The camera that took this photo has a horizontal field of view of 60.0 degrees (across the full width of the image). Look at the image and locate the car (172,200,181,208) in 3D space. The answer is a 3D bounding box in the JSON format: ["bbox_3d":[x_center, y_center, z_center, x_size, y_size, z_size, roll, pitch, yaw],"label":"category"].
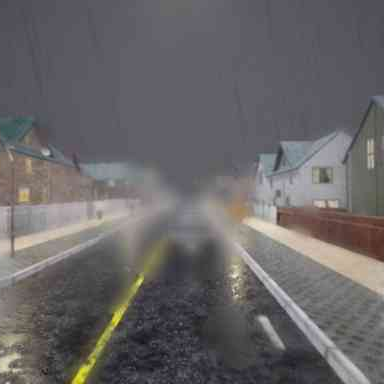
[{"bbox_3d":[-2.804,2.373,64.602,1.837,1.490,4.892,0,-1,1],"label":"car"}]

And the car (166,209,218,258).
[{"bbox_3d":[0.011,1.647,13.498,2.128,1.511,4.902,0,-1,0],"label":"car"}]

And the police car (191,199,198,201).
[{"bbox_3d":[0.782,2.769,91.398,1.930,1.638,5.238,0,-1,0],"label":"police car"}]

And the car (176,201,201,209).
[{"bbox_3d":[0.005,1.837,28.505,2.128,1.511,4.902,0,-1,0],"label":"car"}]

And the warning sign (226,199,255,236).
[{"bbox_3d":[2.500,1.315,17.305,1.300,1.860,1.060,-1,-1,0],"label":"warning sign"}]
